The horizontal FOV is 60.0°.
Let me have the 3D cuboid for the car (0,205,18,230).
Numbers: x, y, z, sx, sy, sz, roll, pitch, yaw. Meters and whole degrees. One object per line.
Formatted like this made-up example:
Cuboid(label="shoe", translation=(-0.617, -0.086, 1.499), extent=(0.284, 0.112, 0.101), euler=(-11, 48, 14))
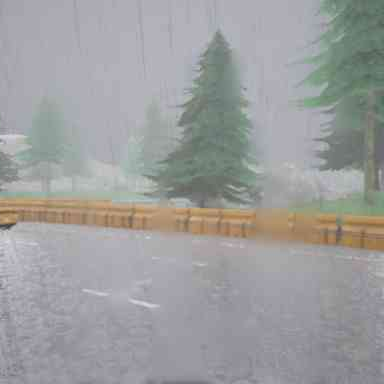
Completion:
Cuboid(label="car", translation=(-11.320, 1.179, 17.015), extent=(5.008, 1.535, 1.882), euler=(1, 1, 19))
